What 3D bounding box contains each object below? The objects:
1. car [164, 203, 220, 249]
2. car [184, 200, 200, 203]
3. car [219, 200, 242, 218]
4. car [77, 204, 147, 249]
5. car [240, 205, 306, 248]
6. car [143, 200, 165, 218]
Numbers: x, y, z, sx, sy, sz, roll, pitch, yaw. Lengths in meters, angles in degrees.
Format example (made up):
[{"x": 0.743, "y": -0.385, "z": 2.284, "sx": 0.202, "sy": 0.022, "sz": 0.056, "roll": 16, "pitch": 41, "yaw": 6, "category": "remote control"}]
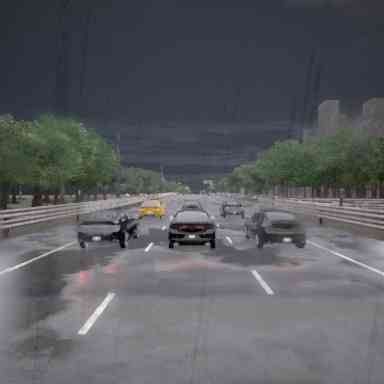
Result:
[{"x": 0.000, "y": 1.485, "z": 14.650, "sx": 1.882, "sy": 1.535, "sz": 5.008, "roll": 0, "pitch": 0, "yaw": 0, "category": "car"}, {"x": 0.000, "y": 1.512, "z": 29.650, "sx": 1.837, "sy": 1.490, "sz": 4.892, "roll": 0, "pitch": 0, "yaw": 0, "category": "car"}, {"x": 3.500, "y": 1.492, "z": 29.650, "sx": 2.128, "sy": 1.511, "sz": 4.902, "roll": 0, "pitch": 0, "yaw": 0, "category": "car"}, {"x": -3.500, "y": 1.495, "z": 14.651, "sx": 2.128, "sy": 1.511, "sz": 4.902, "roll": 0, "pitch": 0, "yaw": 0, "category": "car"}, {"x": 3.500, "y": 1.517, "z": 14.650, "sx": 1.837, "sy": 1.490, "sz": 4.892, "roll": 0, "pitch": 0, "yaw": 0, "category": "car"}, {"x": -3.500, "y": 1.481, "z": 29.650, "sx": 1.882, "sy": 1.535, "sz": 5.008, "roll": 0, "pitch": 0, "yaw": 0, "category": "car"}]
